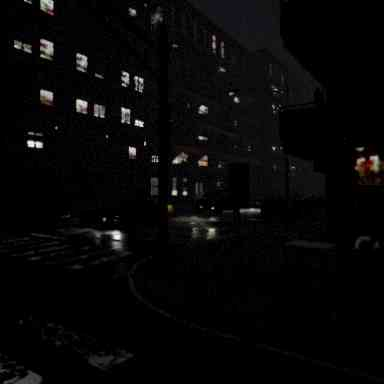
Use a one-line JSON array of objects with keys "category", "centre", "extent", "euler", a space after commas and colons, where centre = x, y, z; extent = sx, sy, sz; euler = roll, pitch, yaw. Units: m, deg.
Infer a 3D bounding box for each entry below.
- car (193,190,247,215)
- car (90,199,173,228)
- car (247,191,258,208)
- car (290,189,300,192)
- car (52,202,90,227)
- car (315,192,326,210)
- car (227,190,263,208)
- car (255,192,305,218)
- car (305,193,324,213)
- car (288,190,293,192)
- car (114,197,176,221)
[{"category": "car", "centre": [2.329, 0.819, 28.846], "extent": [2.150, 2.045, 5.566], "euler": [0, 1, 35]}, {"category": "car", "centre": [-3.554, 1.243, 20.474], "extent": [1.837, 1.490, 4.892], "euler": [0, 1, 33]}, {"category": "car", "centre": [8.327, 0.943, 37.412], "extent": [2.128, 1.511, 4.902], "euler": [0, 1, 35]}, {"category": "car", "centre": [15.811, 0.530, 52.651], "extent": [2.192, 1.841, 5.009], "euler": [1, 1, 35]}, {"category": "car", "centre": [-6.504, 1.303, 20.704], "extent": [2.008, 1.369, 4.403], "euler": [1, 1, 35]}, {"category": "car", "centre": [13.098, 1.017, 34.136], "extent": [2.008, 1.369, 4.403], "euler": [1, 1, 35]}, {"category": "car", "centre": [6.248, 0.759, 38.957], "extent": [2.192, 1.841, 5.009], "euler": [1, 1, 35]}, {"category": "car", "centre": [6.724, 1.060, 25.006], "extent": [1.967, 1.590, 4.097], "euler": [1, 1, 35]}, {"category": "car", "centre": [9.911, 1.094, 29.572], "extent": [2.008, 1.369, 4.403], "euler": [1, 1, 35]}, {"category": "car", "centre": [12.525, 0.819, 47.951], "extent": [1.752, 1.417, 4.829], "euler": [1, 1, 35]}, {"category": "car", "centre": [-3.414, 1.202, 25.129], "extent": [1.752, 1.417, 4.829], "euler": [1, 1, 35]}]
